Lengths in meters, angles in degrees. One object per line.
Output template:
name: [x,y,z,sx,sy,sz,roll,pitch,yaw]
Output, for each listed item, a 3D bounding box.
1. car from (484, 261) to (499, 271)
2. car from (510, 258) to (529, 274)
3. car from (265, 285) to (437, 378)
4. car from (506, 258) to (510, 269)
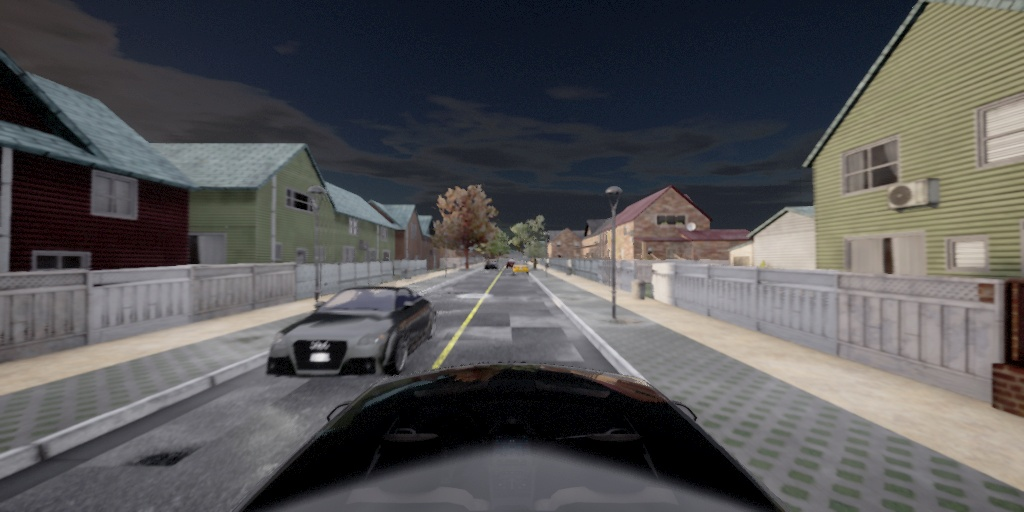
car: [-2.829,1.380,49.759,1.895,1.301,4.718,0,0,0]
car: [0.956,1.225,40.384,1.801,1.575,5.366,0,0,0]
car: [-2.850,1.316,7.309,1.994,1.385,4.181,0,0,0]
car: [-0.009,1.266,59.045,1.882,1.535,5.008,0,0,0]
